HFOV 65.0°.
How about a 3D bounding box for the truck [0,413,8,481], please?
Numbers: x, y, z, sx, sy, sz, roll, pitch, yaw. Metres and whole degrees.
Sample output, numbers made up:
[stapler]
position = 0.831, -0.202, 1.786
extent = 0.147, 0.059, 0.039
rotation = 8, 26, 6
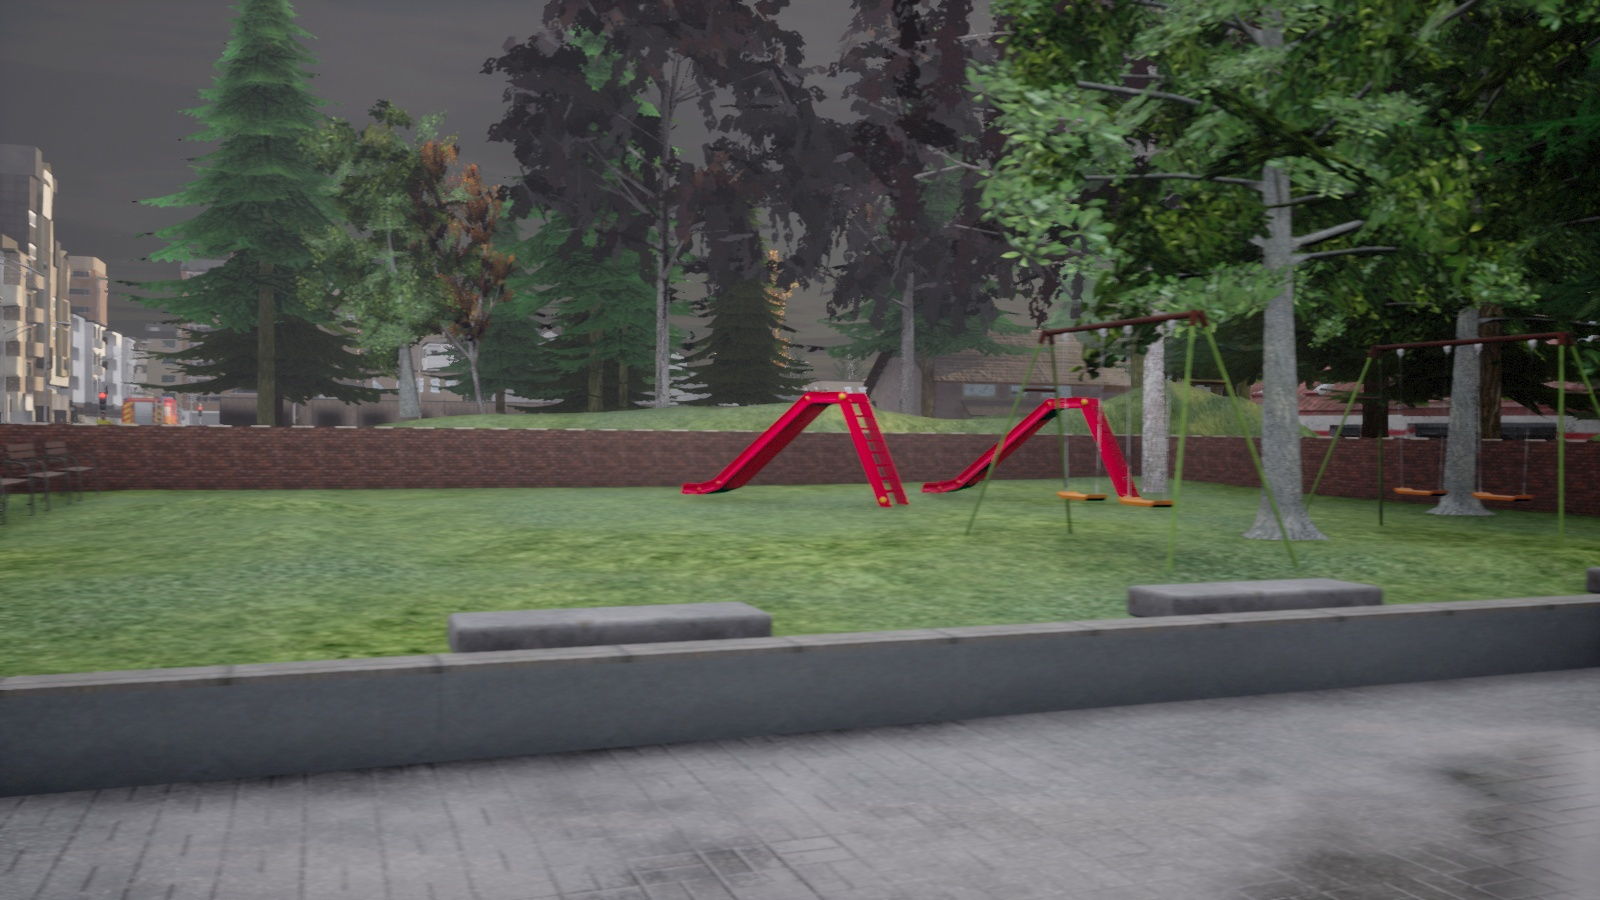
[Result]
[truck]
position = -29.453, -0.075, 43.301
extent = 2.627, 2.467, 5.204
rotation = -1, 1, -21
